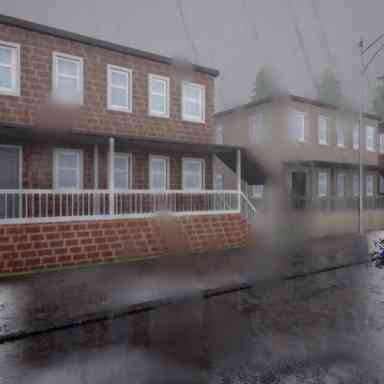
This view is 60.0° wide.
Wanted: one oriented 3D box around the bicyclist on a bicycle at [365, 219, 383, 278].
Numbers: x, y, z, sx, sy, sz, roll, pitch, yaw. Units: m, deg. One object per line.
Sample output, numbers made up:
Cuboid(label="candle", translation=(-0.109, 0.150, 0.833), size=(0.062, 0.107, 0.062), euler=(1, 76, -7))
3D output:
Cuboid(label="bicyclist on a bicycle", translation=(5.180, 1.455, 8.418), size=(0.582, 1.620, 1.656), euler=(0, -2, -34))
